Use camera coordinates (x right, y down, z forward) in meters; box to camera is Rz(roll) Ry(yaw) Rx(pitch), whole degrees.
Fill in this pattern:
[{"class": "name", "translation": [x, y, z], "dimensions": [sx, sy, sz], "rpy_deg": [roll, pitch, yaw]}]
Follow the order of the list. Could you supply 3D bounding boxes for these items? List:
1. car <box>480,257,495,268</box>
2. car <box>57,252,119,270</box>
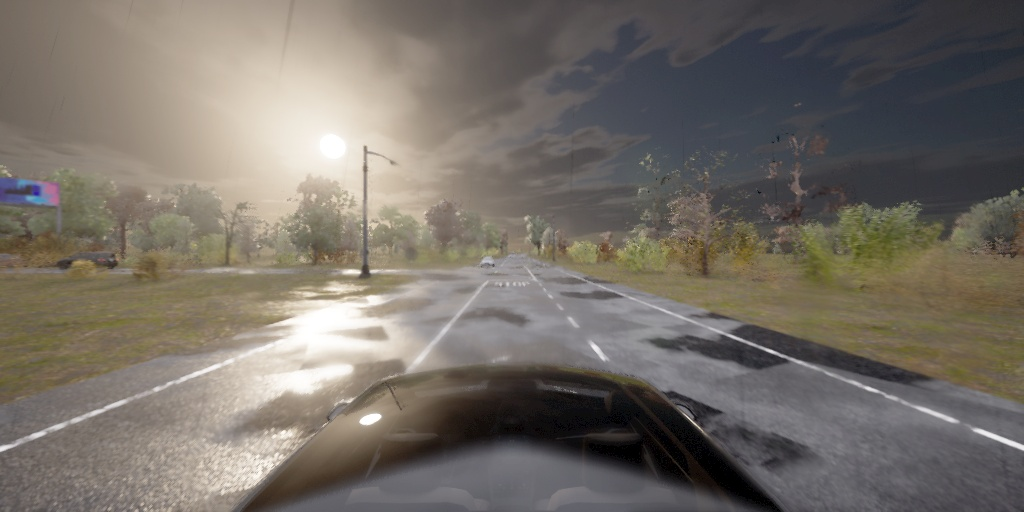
[{"class": "car", "translation": [-3.342, 0.821, 49.825], "dimensions": [1.812, 1.442, 4.674], "rpy_deg": [0, 1, 0]}, {"class": "car", "translation": [-48.555, 0.562, 41.137], "dimensions": [5.566, 2.045, 2.150], "rpy_deg": [0, 0, 2]}]
